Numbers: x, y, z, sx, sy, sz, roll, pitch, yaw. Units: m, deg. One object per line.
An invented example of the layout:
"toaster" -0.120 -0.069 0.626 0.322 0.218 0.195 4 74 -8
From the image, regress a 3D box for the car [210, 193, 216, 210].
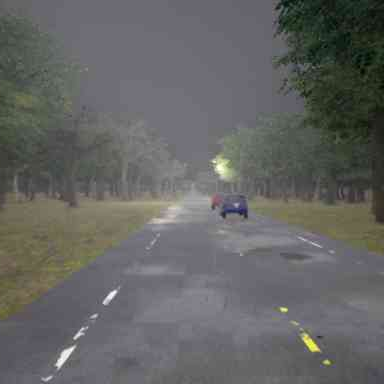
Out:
"car" 3.579 1.143 42.540 2.150 2.045 5.566 0 0 0

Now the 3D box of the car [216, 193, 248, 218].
"car" 3.608 1.184 29.588 2.150 2.045 5.566 0 0 1
